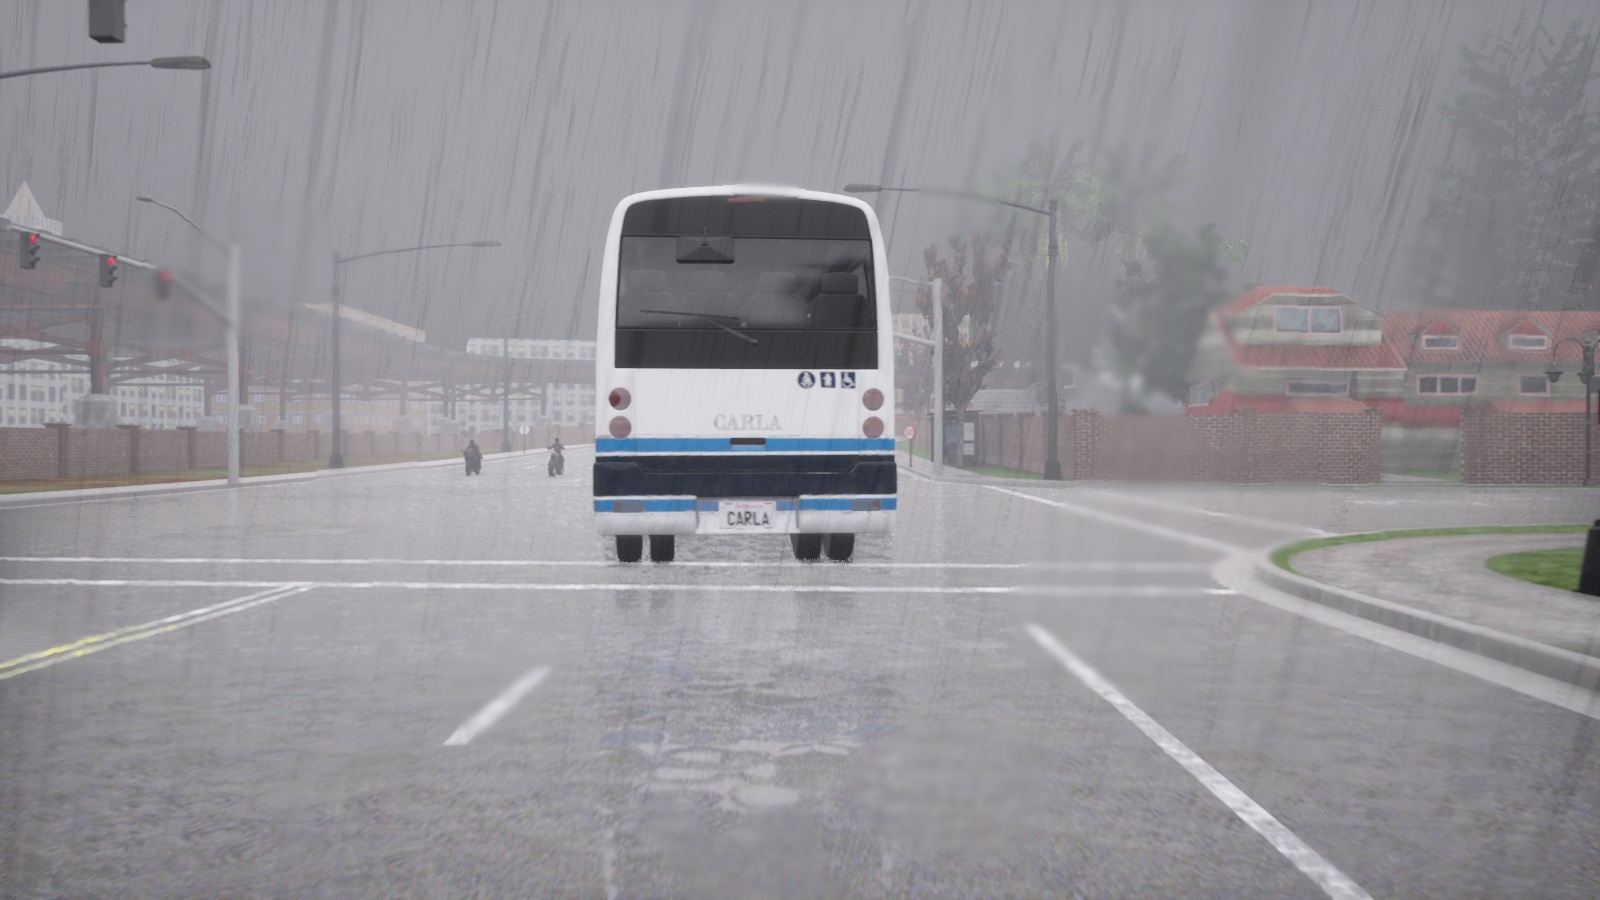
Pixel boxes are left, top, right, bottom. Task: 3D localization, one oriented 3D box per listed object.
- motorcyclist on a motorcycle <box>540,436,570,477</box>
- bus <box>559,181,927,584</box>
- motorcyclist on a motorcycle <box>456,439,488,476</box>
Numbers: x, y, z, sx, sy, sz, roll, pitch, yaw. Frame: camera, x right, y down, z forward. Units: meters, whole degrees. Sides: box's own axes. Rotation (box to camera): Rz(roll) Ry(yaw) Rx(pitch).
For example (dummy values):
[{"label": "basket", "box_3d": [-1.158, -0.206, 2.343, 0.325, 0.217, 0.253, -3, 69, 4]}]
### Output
[{"label": "motorcyclist on a motorcycle", "box_3d": [-10.198, 0.272, 52.424, 0.766, 1.649, 2.350, 0, 1, 0]}, {"label": "bus", "box_3d": [-1.102, -0.737, 18.572, 3.944, 4.253, 10.273, 0, 0, -6]}, {"label": "motorcyclist on a motorcycle", "box_3d": [-13.697, 0.302, 52.508, 0.797, 1.523, 2.044, 0, 1, 0]}]
